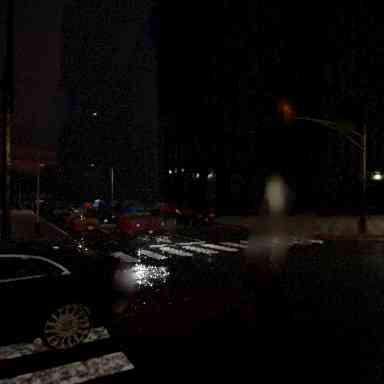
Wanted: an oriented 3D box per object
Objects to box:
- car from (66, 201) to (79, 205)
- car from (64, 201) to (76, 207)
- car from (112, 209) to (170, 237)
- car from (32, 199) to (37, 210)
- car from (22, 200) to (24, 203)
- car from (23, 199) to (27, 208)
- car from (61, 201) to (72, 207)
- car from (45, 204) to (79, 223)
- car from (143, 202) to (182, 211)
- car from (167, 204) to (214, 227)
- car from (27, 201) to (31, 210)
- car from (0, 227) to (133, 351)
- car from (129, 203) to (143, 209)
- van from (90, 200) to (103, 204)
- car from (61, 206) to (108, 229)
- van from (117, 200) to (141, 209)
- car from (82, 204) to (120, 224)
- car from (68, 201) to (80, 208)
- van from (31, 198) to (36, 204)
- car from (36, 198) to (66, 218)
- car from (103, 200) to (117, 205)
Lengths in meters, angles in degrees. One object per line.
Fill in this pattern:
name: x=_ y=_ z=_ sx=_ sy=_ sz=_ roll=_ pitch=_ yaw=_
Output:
car: x=-17.930 y=2.356 z=47.265 sx=2.033 sy=1.411 sz=5.357 roll=0 pitch=-1 yaw=-28
car: x=-29.416 y=2.898 z=80.112 sx=1.947 sy=1.339 sz=4.313 roll=-1 pitch=-1 yaw=-29
car: x=-3.278 y=1.948 z=20.561 sx=1.895 sy=1.301 sz=4.718 roll=0 pitch=-1 yaw=-26
car: x=-21.599 y=2.279 z=48.264 sx=1.967 sy=1.590 sz=4.097 roll=-1 pitch=-1 yaw=-29
car: x=-39.140 y=2.950 z=80.094 sx=1.802 sy=1.307 sz=4.206 roll=-1 pitch=-1 yaw=-29
car: x=-36.545 y=2.838 z=75.385 sx=1.887 sy=1.381 sz=4.507 roll=-1 pitch=-1 yaw=-29
car: x=-31.926 y=2.956 z=84.668 sx=2.008 sy=1.369 sz=4.403 roll=-1 pitch=0 yaw=-29
car: x=-12.165 y=2.095 z=31.147 sx=2.008 sy=1.369 sz=4.403 roll=-1 pitch=-1 yaw=-29
car: x=-2.428 y=1.818 z=31.156 sx=2.192 sy=1.841 sz=5.009 roll=-1 pitch=-1 yaw=-29
car: x=0.026 y=1.970 z=26.696 sx=1.887 sy=1.381 sz=4.507 roll=-1 pitch=-1 yaw=-29
car: x=-28.760 y=2.499 z=61.257 sx=1.967 sy=1.590 sz=4.097 roll=-1 pitch=-1 yaw=-29
car: x=-3.418 y=1.517 z=4.805 sx=4.902 sy=1.511 sz=2.128 roll=0 pitch=0 yaw=-29
car: x=-4.874 y=2.162 z=35.611 sx=1.802 sy=1.307 sz=4.206 roll=-1 pitch=-1 yaw=-29
van: x=-14.679 y=2.228 z=53.445 sx=1.690 sy=1.788 sz=3.998 roll=-1 pitch=-1 yaw=-29
car: x=-7.367 y=1.918 z=22.441 sx=1.752 sy=1.417 sz=4.829 roll=-1 pitch=-1 yaw=-29
van: x=-7.329 y=1.998 z=40.071 sx=1.690 sy=1.788 sz=3.998 roll=-1 pitch=-1 yaw=-29
car: x=-8.470 y=2.058 z=29.975 sx=2.033 sy=1.411 sz=5.357 roll=0 pitch=-1 yaw=-29
car: x=-26.904 y=2.825 z=75.555 sx=1.947 sy=1.339 sz=4.313 roll=-1 pitch=-1 yaw=-29
van: x=-23.959 y=2.252 z=52.544 sx=1.690 sy=1.788 sz=3.998 roll=-1 pitch=-1 yaw=-29
car: x=-16.885 y=2.007 z=39.707 sx=2.192 sy=1.841 sz=5.009 roll=-1 pitch=-1 yaw=-29
car: x=-9.779 y=2.049 z=44.530 sx=2.192 sy=1.841 sz=5.009 roll=-1 pitch=-1 yaw=-29
